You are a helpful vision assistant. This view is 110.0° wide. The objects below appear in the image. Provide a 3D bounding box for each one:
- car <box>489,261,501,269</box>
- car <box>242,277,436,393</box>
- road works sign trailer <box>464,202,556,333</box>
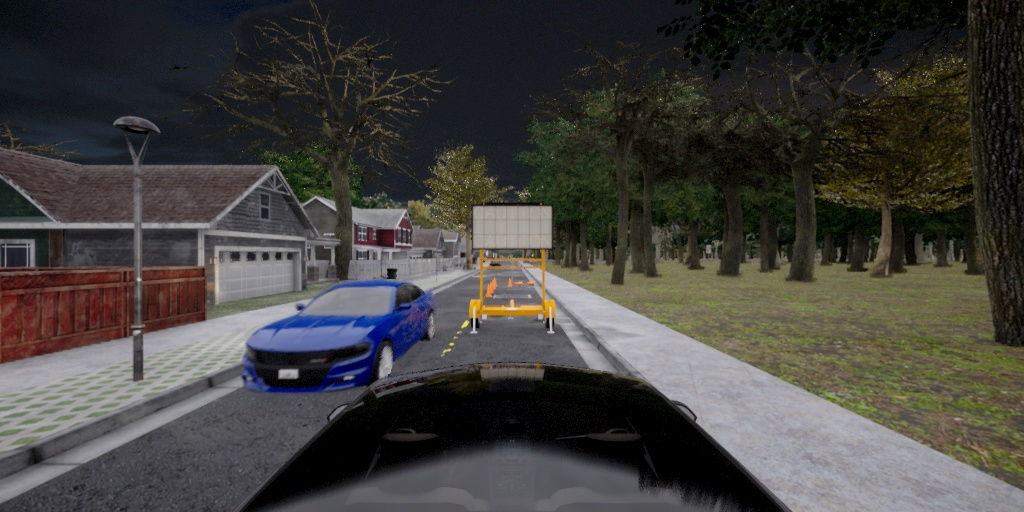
[{"bbox_3d":[-2.664,1.389,56.934,1.895,1.301,4.718,0,0,0],"label":"car"},{"bbox_3d":[-2.838,1.229,7.055,1.882,1.535,5.008,0,0,0],"label":"car"},{"bbox_3d":[0.015,0.217,10.683,2.380,3.560,2.880,0,0,0],"label":"road works sign trailer"}]
